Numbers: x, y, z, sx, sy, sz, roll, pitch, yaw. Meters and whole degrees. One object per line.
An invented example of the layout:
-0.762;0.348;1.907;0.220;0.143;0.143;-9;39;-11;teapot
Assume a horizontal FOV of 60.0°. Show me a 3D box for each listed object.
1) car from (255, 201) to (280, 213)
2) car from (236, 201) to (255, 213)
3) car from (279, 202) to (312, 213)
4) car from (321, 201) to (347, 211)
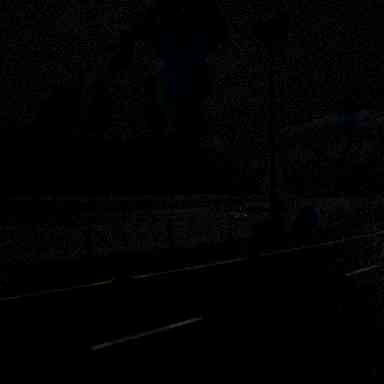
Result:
10.377;1.896;42.009;1.882;1.535;5.008;-1;-1;41;car
7.810;1.963;44.399;1.837;1.490;4.892;-1;-1;41;car
12.437;1.940;39.062;1.994;1.385;4.181;-1;-1;41;car
16.367;1.837;38.242;2.128;1.511;4.902;-1;-1;41;car
